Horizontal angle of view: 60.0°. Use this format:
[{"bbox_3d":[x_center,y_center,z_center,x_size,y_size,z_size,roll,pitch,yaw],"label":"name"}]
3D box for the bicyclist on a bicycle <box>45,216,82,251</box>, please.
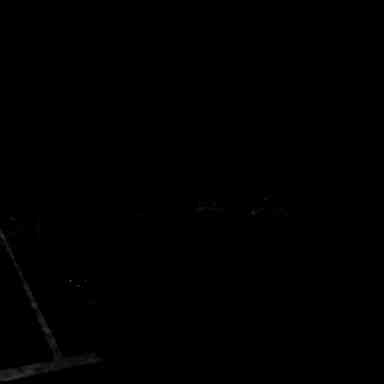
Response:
[{"bbox_3d":[-5.984,1.972,15.619,1.656,1.620,0.582,3,-4,-31],"label":"bicyclist on a bicycle"}]
